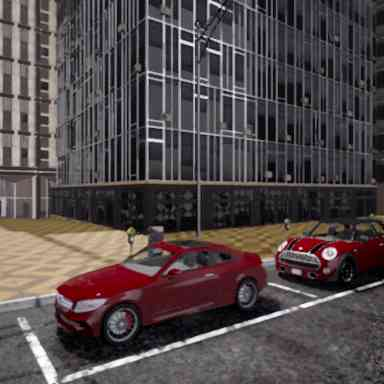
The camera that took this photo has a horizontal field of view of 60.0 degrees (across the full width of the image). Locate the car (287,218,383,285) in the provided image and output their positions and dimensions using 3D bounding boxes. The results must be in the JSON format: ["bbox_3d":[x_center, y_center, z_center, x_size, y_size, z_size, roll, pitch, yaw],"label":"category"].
[{"bbox_3d":[4.282,1.523,9.622,4.097,1.590,1.967,1,-1,-35],"label":"car"}]

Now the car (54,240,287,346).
[{"bbox_3d":[-0.346,1.612,6.320,4.206,1.307,1.802,1,-1,-35],"label":"car"}]
